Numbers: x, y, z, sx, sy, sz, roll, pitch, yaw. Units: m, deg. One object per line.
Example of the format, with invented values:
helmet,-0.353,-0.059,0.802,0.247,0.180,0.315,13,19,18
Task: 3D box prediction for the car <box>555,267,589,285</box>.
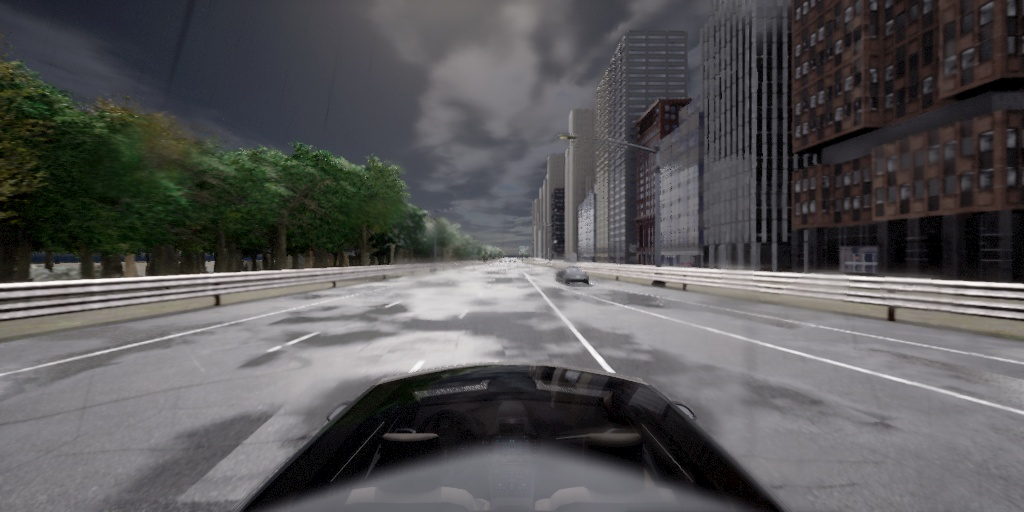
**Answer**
car,4.839,1.572,29.284,1.994,1.385,4.181,0,-1,-5
